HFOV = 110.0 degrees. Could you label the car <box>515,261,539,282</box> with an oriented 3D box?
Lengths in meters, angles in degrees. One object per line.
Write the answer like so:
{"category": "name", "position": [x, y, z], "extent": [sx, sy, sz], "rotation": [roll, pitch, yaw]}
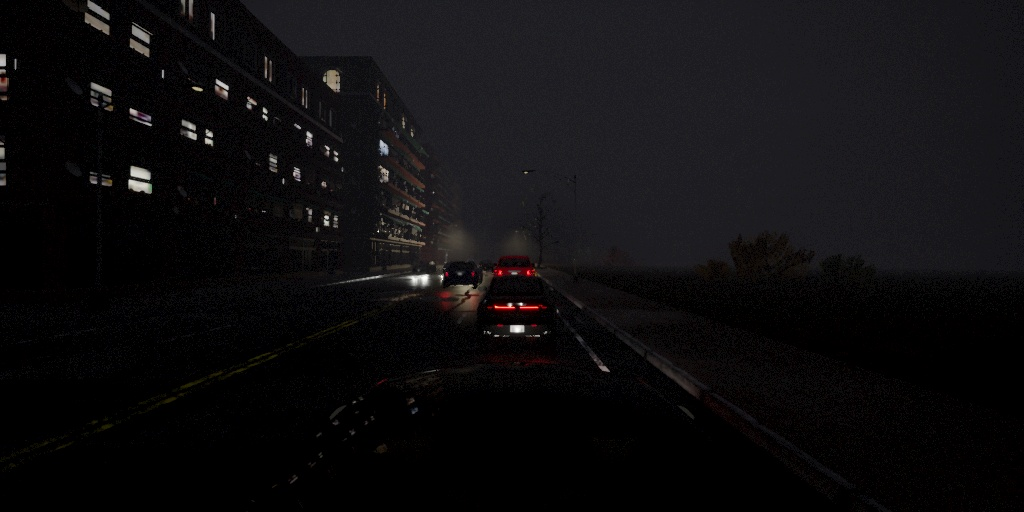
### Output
{"category": "car", "position": [1.169, 1.217, 30.592], "extent": [1.801, 1.575, 5.366], "rotation": [0, 0, 0]}

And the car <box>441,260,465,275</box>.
{"category": "car", "position": [-6.559, 1.242, 40.458], "extent": [1.882, 1.535, 5.008], "rotation": [0, 0, 0]}

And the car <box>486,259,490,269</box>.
{"category": "car", "position": [-3.103, 1.243, 44.539], "extent": [1.882, 1.535, 5.008], "rotation": [0, 0, 0]}

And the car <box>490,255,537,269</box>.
{"category": "car", "position": [0.120, 0.980, 20.185], "extent": [2.150, 2.045, 5.566], "rotation": [0, 0, 0]}

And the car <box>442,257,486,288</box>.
{"category": "car", "position": [-3.127, 1.113, 23.671], "extent": [2.097, 1.767, 4.553], "rotation": [0, 0, 0]}

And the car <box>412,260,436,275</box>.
{"category": "car", "position": [-9.810, 1.256, 40.202], "extent": [2.128, 1.511, 4.902], "rotation": [0, 0, 0]}

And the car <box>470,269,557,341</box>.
{"category": "car", "position": [0.110, 1.259, 9.838], "extent": [1.837, 1.490, 4.892], "rotation": [0, 0, 0]}
